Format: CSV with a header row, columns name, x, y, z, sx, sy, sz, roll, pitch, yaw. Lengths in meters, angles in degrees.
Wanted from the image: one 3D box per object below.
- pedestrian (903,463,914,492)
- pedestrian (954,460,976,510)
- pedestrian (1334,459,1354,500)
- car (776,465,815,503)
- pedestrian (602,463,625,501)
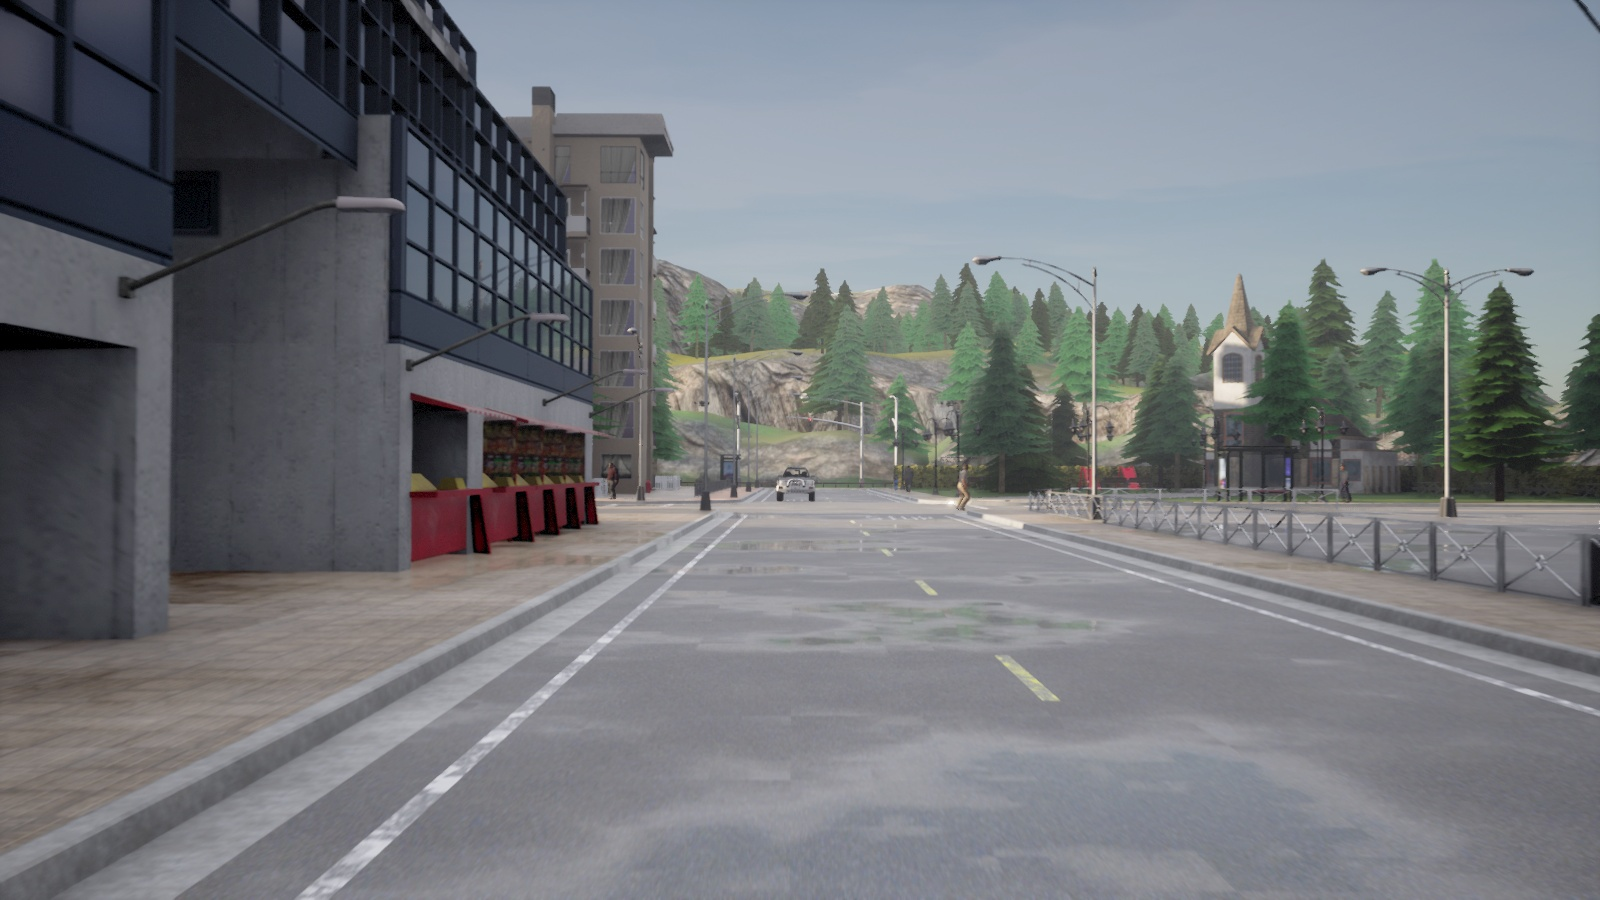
name,x,y,z,sx,sy,sz,roll,pitch,yaw
pedestrian,7.264,1.854,84.108,0.659,1.952,0.873,0,-1,-2
pedestrian,6.184,1.301,47.088,0.694,1.848,0.540,0,-1,-10
pedestrian,25.925,1.383,59.844,0.788,1.949,0.423,0,-1,-3
car,-0.184,1.710,64.448,1.932,1.855,4.605,0,-1,1
pedestrian,-8.946,1.529,60.184,0.899,1.844,0.634,1,-1,-43
